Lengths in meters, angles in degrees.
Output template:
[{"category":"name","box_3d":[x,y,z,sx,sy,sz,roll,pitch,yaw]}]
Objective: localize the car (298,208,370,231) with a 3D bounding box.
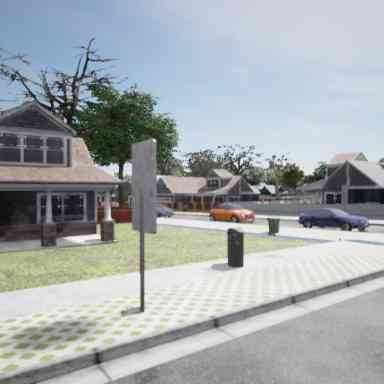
[{"category":"car","box_3d":[9.306,1.799,22.181,1.812,1.442,4.674,0,-1,-33]}]

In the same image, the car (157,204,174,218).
[{"category":"car","box_3d":[-4.143,2.208,40.605,2.097,1.767,4.553,0,-1,-38]}]

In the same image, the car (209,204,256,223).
[{"category":"car","box_3d":[3.620,1.883,30.153,2.097,1.767,4.553,0,-1,-36]}]
